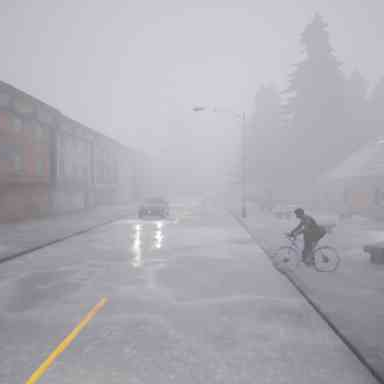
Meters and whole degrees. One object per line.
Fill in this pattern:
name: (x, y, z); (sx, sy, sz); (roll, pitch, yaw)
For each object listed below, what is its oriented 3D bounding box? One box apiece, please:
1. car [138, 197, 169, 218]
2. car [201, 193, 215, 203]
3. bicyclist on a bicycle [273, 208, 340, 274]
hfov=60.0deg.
car: (-2.844, 1.137, 25.520); (1.837, 1.490, 4.892); (0, 1, 3)
car: (2.384, 0.827, 48.454); (1.812, 1.442, 4.674); (0, 1, 3)
bicyclist on a bicycle: (2.821, 1.224, 8.233); (1.656, 1.620, 0.582); (0, 1, 3)
